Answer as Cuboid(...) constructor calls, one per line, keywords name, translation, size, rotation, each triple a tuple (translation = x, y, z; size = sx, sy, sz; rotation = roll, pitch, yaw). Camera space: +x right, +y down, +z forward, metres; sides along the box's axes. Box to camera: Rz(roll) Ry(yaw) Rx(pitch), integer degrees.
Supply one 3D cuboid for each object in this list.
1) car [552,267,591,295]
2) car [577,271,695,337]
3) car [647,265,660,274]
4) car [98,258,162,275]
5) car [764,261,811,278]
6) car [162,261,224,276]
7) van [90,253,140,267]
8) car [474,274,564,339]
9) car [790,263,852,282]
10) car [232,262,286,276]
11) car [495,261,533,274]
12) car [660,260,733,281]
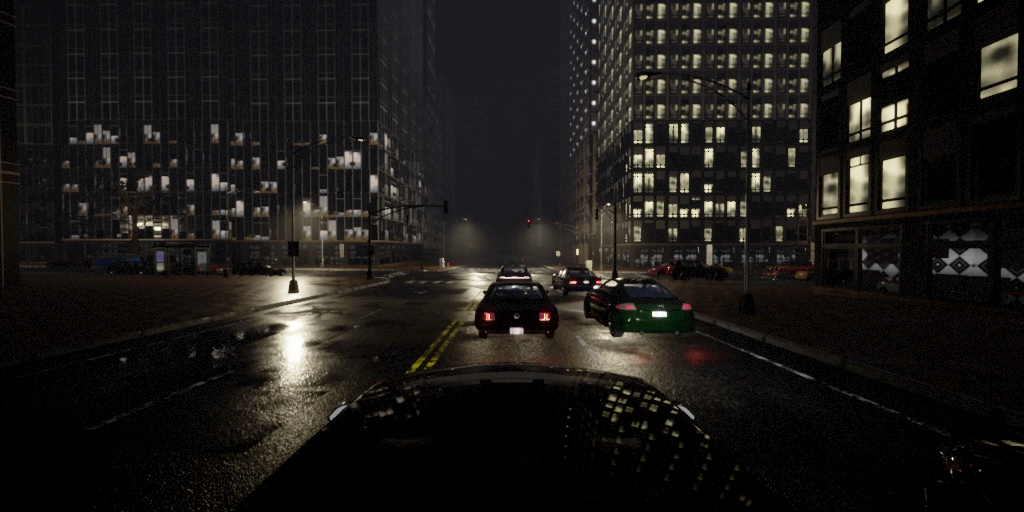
Cuboid(name="car", translation=(3.402, 1.287, 19.487), size=(2.033, 1.411, 5.357), rotation=(0, 0, -3))
Cuboid(name="car", translation=(3.366, 1.310, 10.258), size=(1.994, 1.385, 4.181), rotation=(0, 0, -1))
Cuboid(name="car", translation=(16.314, 1.422, 37.401), size=(4.181, 1.385, 1.994), rotation=(1, 1, 1))
Cuboid(name="car", translation=(-34.066, 1.067, 32.514), size=(4.313, 1.339, 1.948), rotation=(0, 0, 1))
Cuboid(name="car", translation=(28.794, 1.319, 37.168), size=(4.553, 1.767, 2.097), rotation=(0, 1, 1))
Cuboid(name="car", translation=(-28.385, 1.136, 32.335), size=(4.207, 1.307, 1.802), rotation=(0, 0, 1))
Cuboid(name="van", translation=(-45.248, 0.602, 41.186), size=(3.998, 1.789, 1.690), rotation=(0, 0, 1))
Cuboid(name="car", translation=(0.107, 1.347, 10.030), size=(1.895, 1.301, 4.718), rotation=(0, 0, 0))
Cuboid(name="car", translation=(27.671, 1.576, 31.417), size=(4.829, 1.417, 1.751), rotation=(0, 0, 1))
Cuboid(name="car", translation=(-22.702, 1.171, 32.195), size=(4.313, 1.339, 1.948), rotation=(0, 0, 1))
Cuboid(name="car", translation=(0.116, 1.231, 19.286), size=(2.128, 1.511, 4.902), rotation=(0, 0, 0))
Cuboid(name="car", translation=(16.223, 1.267, 31.626), size=(5.009, 1.841, 2.192), rotation=(0, 0, 1))
